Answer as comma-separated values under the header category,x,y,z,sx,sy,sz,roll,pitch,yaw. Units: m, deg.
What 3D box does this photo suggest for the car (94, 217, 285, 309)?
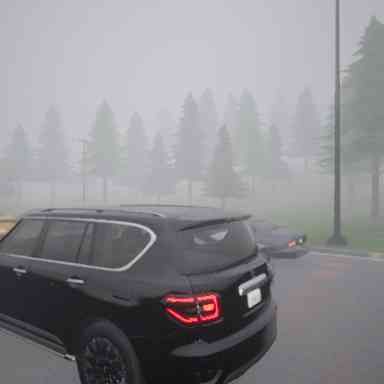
category,x,y,z,sx,sy,sz,roll,pitch,yaw
car,-0.239,1.524,8.460,4.674,1.442,1.812,0,0,36

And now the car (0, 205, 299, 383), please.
category,x,y,z,sx,sy,sz,roll,pitch,yaw
car,-1.527,1.219,5.070,5.566,2.045,2.150,0,0,35

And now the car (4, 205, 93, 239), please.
category,x,y,z,sx,sy,sz,roll,pitch,yaw
car,-7.972,1.541,18.282,5.357,1.411,2.033,0,0,35

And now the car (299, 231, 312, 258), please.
category,x,y,z,sx,sy,sz,roll,pitch,yaw
car,1.302,1.546,11.667,5.357,1.411,2.033,0,0,36
